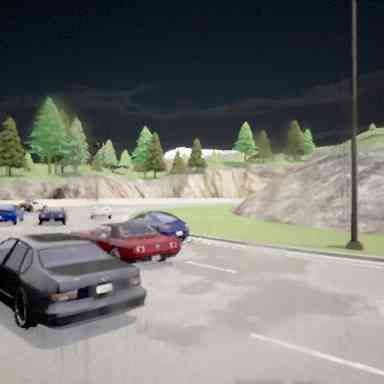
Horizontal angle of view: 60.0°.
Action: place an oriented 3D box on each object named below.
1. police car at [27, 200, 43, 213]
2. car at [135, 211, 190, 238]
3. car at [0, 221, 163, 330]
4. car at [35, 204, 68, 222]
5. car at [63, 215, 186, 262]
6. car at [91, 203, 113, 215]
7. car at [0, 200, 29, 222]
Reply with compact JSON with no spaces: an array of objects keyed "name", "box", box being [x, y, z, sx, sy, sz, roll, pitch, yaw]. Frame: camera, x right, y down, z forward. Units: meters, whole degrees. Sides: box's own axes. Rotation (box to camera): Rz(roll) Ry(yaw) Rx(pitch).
[{"name":"police car","box":[-19.921,1.806,41.323,2.038,1.542,4.974,0,-1,2]},{"name":"car","box":[-1.959,1.668,16.494,1.812,1.442,4.674,0,0,-38]},{"name":"car","box":[-3.170,1.603,7.125,2.033,1.411,5.357,1,-1,-45]},{"name":"car","box":[-10.944,1.802,26.458,1.895,1.301,4.718,0,-1,-18]},{"name":"car","box":[-2.559,1.698,11.631,1.895,1.301,4.718,1,-1,-42]},{"name":"car","box":[-8.843,1.790,32.802,1.812,1.442,4.674,0,0,-11]},{"name":"car","box":[-14.318,1.661,25.825,1.882,1.535,5.008,0,0,-18]}]
